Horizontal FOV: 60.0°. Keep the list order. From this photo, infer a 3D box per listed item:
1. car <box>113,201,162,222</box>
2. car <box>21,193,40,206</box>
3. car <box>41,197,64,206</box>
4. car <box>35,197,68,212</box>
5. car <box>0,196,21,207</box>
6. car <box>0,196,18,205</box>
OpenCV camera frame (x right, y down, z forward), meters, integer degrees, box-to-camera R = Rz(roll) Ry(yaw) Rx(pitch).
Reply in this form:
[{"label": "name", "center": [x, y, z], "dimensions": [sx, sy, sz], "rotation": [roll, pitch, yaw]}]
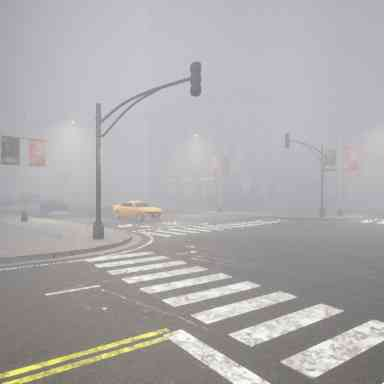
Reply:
[{"label": "car", "center": [-4.415, 1.467, 26.701], "dimensions": [1.882, 1.535, 5.008], "rotation": [0, 0, -45]}, {"label": "car", "center": [-26.122, 1.198, 53.350], "dimensions": [5.566, 2.045, 2.150], "rotation": [0, 0, 45]}, {"label": "car", "center": [-23.096, 1.546, 54.929], "dimensions": [4.181, 1.385, 1.994], "rotation": [0, 0, 44]}, {"label": "car", "center": [-15.932, 1.547, 38.254], "dimensions": [1.994, 1.385, 4.181], "rotation": [0, 0, -45]}, {"label": "car", "center": [-28.373, 1.527, 50.858], "dimensions": [1.837, 1.490, 4.892], "rotation": [0, 0, -45]}, {"label": "car", "center": [-33.703, 1.531, 60.944], "dimensions": [1.994, 1.385, 4.181], "rotation": [0, 0, -45]}]
